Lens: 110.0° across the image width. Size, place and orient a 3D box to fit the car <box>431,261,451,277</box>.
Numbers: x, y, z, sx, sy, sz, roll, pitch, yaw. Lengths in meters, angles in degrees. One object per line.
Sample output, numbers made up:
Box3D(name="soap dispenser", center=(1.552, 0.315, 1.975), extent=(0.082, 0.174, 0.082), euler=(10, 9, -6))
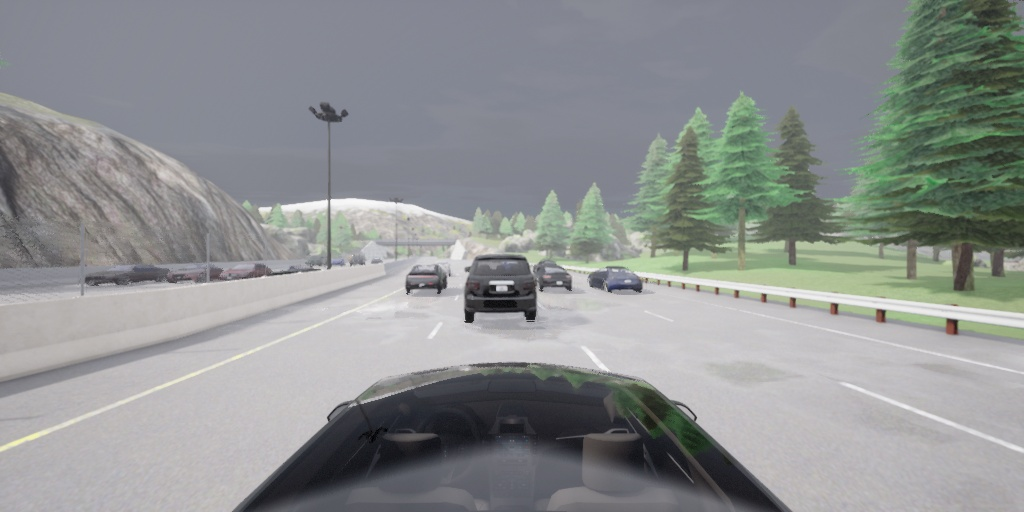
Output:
Box3D(name="car", center=(-7.185, 1.235, 36.388), extent=(1.812, 1.442, 4.674), euler=(0, 0, -11))

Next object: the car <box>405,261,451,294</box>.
Box3D(name="car", center=(-4.672, 1.220, 19.935), extent=(2.128, 1.511, 4.902), euler=(0, 0, -6))

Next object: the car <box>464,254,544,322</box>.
Box3D(name="car", center=(-0.468, 0.960, 12.392), extent=(2.150, 2.045, 5.566), euler=(0, 0, -4))

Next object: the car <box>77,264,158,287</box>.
Box3D(name="car", center=(-26.669, 1.287, 25.040), extent=(2.033, 1.411, 5.357), euler=(0, 0, -9))

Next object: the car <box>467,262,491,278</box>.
Box3D(name="car", center=(-3.217, 1.310, 34.324), extent=(1.895, 1.301, 4.718), euler=(0, 0, -10))

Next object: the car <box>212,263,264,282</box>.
Box3D(name="car", center=(-19.951, 1.257, 27.150), extent=(1.812, 1.442, 4.674), euler=(0, 0, -9))

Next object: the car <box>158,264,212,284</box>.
Box3D(name="car", center=(-23.434, 1.299, 26.772), extent=(1.994, 1.385, 4.181), euler=(0, 0, -9))

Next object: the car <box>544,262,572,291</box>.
Box3D(name="car", center=(2.226, 1.248, 21.116), extent=(1.812, 1.442, 4.674), euler=(0, 0, -6))

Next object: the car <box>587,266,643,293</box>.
Box3D(name="car", center=(5.801, 1.284, 20.623), extent=(1.994, 1.385, 4.181), euler=(0, 0, -6))

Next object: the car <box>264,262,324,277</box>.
Box3D(name="car", center=(-16.410, 1.329, 27.265), extent=(1.895, 1.301, 4.718), euler=(0, 0, -9))
